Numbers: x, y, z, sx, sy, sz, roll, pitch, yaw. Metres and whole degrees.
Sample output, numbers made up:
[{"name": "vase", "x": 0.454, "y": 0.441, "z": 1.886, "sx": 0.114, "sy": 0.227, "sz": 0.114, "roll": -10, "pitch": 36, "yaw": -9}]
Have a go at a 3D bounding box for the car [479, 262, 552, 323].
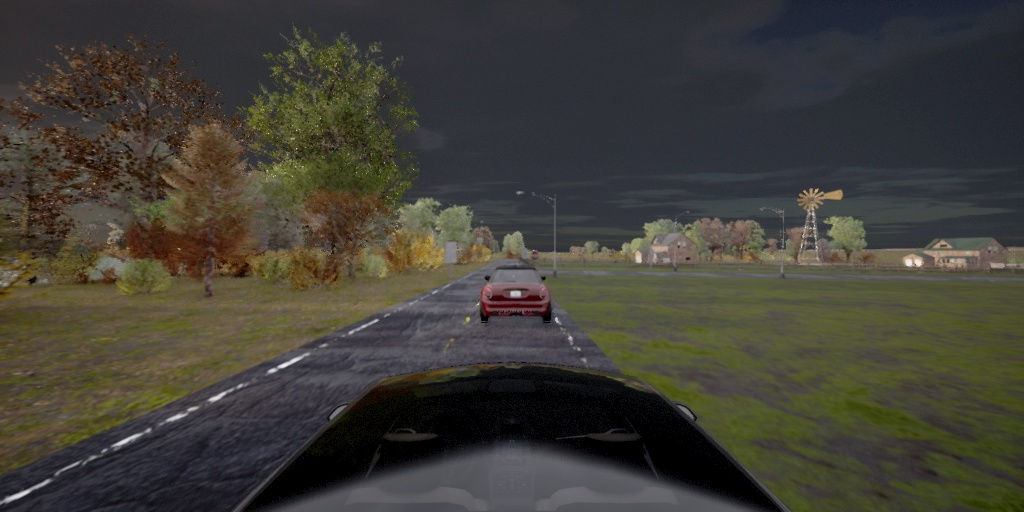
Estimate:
[{"name": "car", "x": 0.106, "y": 1.063, "z": 12.123, "sx": 2.097, "sy": 1.767, "sz": 4.553, "roll": 0, "pitch": 0, "yaw": 0}]
